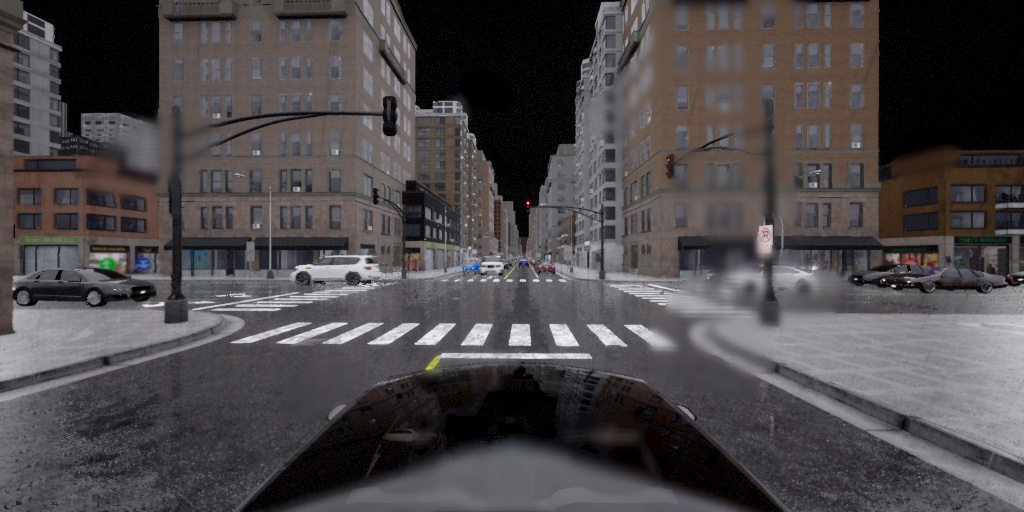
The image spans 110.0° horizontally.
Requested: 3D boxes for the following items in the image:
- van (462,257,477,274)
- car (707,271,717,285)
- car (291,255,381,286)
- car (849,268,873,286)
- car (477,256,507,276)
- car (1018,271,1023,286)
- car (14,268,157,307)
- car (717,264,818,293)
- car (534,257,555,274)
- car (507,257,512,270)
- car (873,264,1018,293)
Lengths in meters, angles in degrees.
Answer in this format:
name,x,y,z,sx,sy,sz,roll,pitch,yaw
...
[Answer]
name,x,y,z,sx,sy,sz,roll,pitch,yaw
van,-4.671,1.111,41.228,1.690,1.789,3.998,0,0,2
car,15.667,1.257,23.836,4.902,1.511,2.128,0,0,2
car,-11.820,0.958,24.323,5.566,2.045,2.150,0,1,1
car,25.083,1.283,23.559,4.892,1.490,1.837,0,0,2
car,-2.040,0.986,37.708,2.150,2.045,5.566,0,0,1
car,35.066,1.360,23.257,4.181,1.385,1.994,0,0,2
car,-17.631,1.239,14.858,4.892,1.490,1.837,0,0,2
car,14.787,1.291,20.610,4.674,1.442,1.812,0,0,3
car,3.850,1.210,40.936,1.967,1.591,4.097,0,0,2
car,-1.499,1.134,52.888,2.097,1.767,4.553,0,0,2
car,24.374,1.325,20.329,5.357,1.411,2.033,0,0,2
